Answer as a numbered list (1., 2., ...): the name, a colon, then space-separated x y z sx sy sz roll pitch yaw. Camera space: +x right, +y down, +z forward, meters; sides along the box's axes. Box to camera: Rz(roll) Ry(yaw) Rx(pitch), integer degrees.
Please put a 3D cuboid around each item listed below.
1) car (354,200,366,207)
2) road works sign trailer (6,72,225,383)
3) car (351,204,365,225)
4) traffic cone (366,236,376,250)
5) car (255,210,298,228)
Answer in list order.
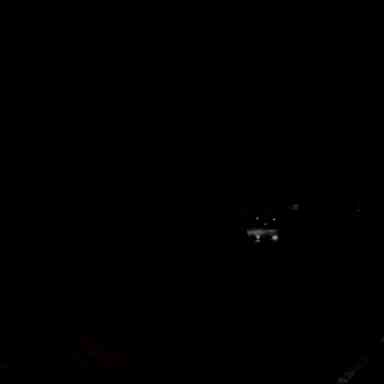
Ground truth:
1. car: 32.119 2.378 63.088 2.097 1.767 4.553 -1 -1 13
2. road works sign trailer: -0.561 0.572 4.228 2.880 3.560 2.380 1 -2 -44
3. car: 12.123 1.990 26.855 1.812 1.442 4.674 -2 -2 42
4. traffic cone: 7.697 2.193 14.362 0.340 0.580 0.340 1 -2 -44
5. car: 7.044 2.117 26.549 1.895 1.301 4.718 -2 -2 44
